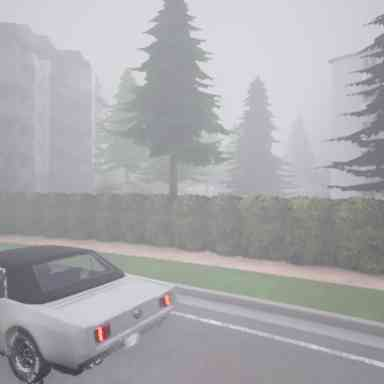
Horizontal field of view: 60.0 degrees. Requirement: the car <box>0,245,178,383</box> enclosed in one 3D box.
[{"bbox_3d":[-2.675,1.540,5.250,4.718,1.301,1.895,1,0,29],"label":"car"}]
